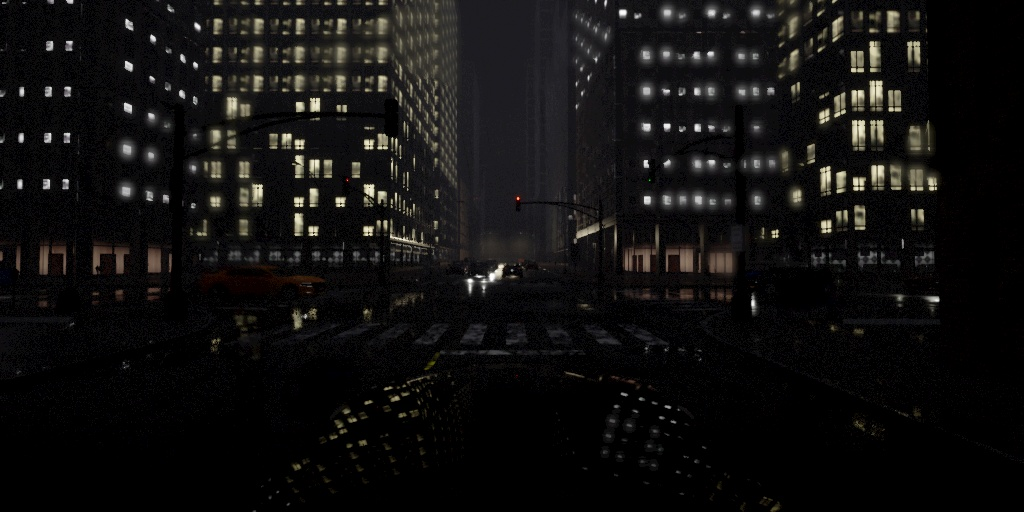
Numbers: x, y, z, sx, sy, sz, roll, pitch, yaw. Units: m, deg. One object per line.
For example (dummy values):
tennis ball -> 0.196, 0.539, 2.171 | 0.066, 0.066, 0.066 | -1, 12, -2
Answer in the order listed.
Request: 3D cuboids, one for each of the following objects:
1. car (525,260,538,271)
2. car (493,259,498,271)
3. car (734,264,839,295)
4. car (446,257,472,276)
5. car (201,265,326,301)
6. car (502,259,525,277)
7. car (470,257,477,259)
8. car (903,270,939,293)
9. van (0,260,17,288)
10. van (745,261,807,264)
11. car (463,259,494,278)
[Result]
car -> 2.668, 1.350, 48.792 | 1.802, 1.307, 4.207 | 0, 0, 0
car -> -3.120, 1.367, 44.407 | 1.895, 1.301, 4.718 | 0, 0, 0
car -> 14.865, 1.321, 19.503 | 4.892, 1.490, 1.837 | 0, -1, 0
car -> -5.707, 1.203, 37.576 | 1.967, 1.591, 4.097 | 0, 0, 0
car -> -11.180, 1.193, 16.347 | 5.008, 1.535, 1.882 | 0, -1, 0
car -> 0.033, 1.327, 36.205 | 1.994, 1.385, 4.181 | 0, 0, 0
car -> -5.713, 1.083, 48.726 | 2.192, 1.841, 5.009 | 0, 0, 0
car -> 24.345, 1.313, 19.483 | 5.008, 1.535, 1.882 | 0, -1, 0
van -> -33.448, 1.132, 22.163 | 3.998, 1.789, 1.690 | 0, 0, 0
van -> 15.971, 1.210, 22.076 | 3.998, 1.789, 1.690 | 0, 0, 0
car -> -3.118, 1.310, 34.497 | 2.033, 1.411, 5.357 | 0, 0, 0
